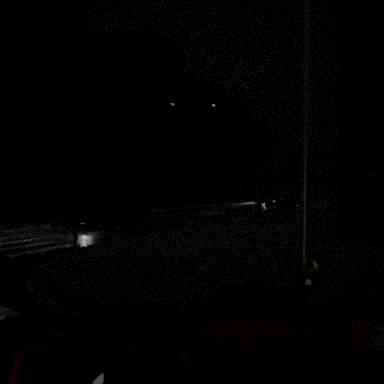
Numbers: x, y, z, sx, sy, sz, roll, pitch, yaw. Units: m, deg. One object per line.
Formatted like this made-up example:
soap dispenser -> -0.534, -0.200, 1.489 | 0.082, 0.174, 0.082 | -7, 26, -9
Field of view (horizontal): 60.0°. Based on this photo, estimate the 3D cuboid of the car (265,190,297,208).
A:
car -> 8.782, 0.793, 32.452 | 1.994, 1.385, 4.181 | 1, 2, 35

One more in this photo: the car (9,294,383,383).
car -> 0.338, 1.542, 2.552 | 4.507, 1.381, 1.887 | 0, 1, 35

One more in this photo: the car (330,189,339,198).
car -> 23.791, 0.207, 53.587 | 2.033, 1.411, 5.357 | 1, 2, 36

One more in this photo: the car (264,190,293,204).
car -> 10.384, 0.545, 39.769 | 1.812, 1.442, 4.674 | 1, 2, 36

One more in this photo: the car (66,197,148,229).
car -> -4.615, 1.083, 18.693 | 1.882, 1.535, 5.008 | 1, 2, 35
